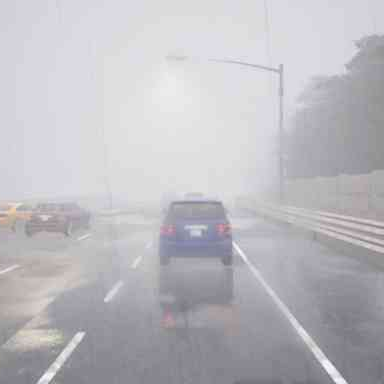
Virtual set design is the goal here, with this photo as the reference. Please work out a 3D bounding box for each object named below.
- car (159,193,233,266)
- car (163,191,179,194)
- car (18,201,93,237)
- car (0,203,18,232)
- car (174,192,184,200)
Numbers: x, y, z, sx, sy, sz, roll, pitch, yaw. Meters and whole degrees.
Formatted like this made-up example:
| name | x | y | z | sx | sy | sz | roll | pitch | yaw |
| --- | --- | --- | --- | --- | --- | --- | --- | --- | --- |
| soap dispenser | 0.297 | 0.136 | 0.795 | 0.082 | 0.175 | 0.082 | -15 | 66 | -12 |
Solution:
| name | x | y | z | sx | sy | sz | roll | pitch | yaw |
| --- | --- | --- | --- | --- | --- | --- | --- | --- | --- |
| car | 0.116 | 1.177 | 11.580 | 2.150 | 2.045 | 5.566 | 0 | 0 | 0 |
| car | -3.266 | 0.931 | 49.755 | 2.150 | 2.045 | 5.566 | 0 | 0 | 0 |
| car | -6.864 | 1.268 | 17.653 | 2.097 | 1.767 | 4.553 | 0 | 0 | 0 |
| car | -10.357 | 1.381 | 19.433 | 1.882 | 1.535 | 5.008 | 0 | 0 | 0 |
| car | -3.152 | 0.866 | 80.350 | 2.097 | 1.767 | 4.553 | 0 | 0 | 0 |
